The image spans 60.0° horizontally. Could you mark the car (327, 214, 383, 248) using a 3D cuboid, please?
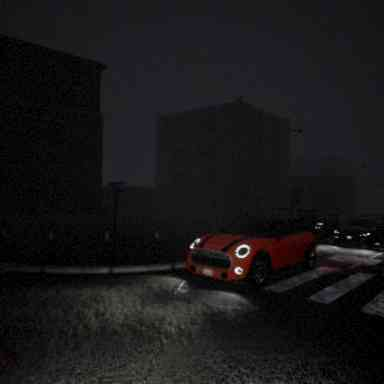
[{"bbox_3d":[9.452,2.199,18.603,1.837,1.490,4.892,1,-3,40],"label":"car"}]

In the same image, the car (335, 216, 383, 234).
[{"bbox_3d":[18.992,3.641,37.003,5.366,1.575,1.946,1,-4,40],"label":"car"}]

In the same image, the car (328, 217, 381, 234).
[{"bbox_3d":[16.994,3.457,34.879,4.674,1.452,2.002,1,-4,40],"label":"car"}]

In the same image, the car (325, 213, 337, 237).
[{"bbox_3d":[8.110,2.349,24.172,5.008,1.535,2.097,1,-3,40],"label":"car"}]

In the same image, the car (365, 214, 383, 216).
[{"bbox_3d":[20.538,3.595,39.198,5.566,2.045,2.435,1,-4,40],"label":"car"}]

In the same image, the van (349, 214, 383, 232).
[{"bbox_3d":[22.245,3.834,41.396,4.442,1.987,1.878,1,-4,40],"label":"van"}]

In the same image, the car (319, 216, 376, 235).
[{"bbox_3d":[15.297,3.252,32.831,4.674,1.452,2.002,1,-4,40],"label":"car"}]

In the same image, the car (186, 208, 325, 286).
[{"bbox_3d":[1.941,1.490,9.970,2.097,1.767,4.553,1,-1,43],"label":"car"}]

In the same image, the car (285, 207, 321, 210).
[{"bbox_3d":[9.921,2.434,26.297,4.553,1.767,2.185,1,-4,40],"label":"car"}]
